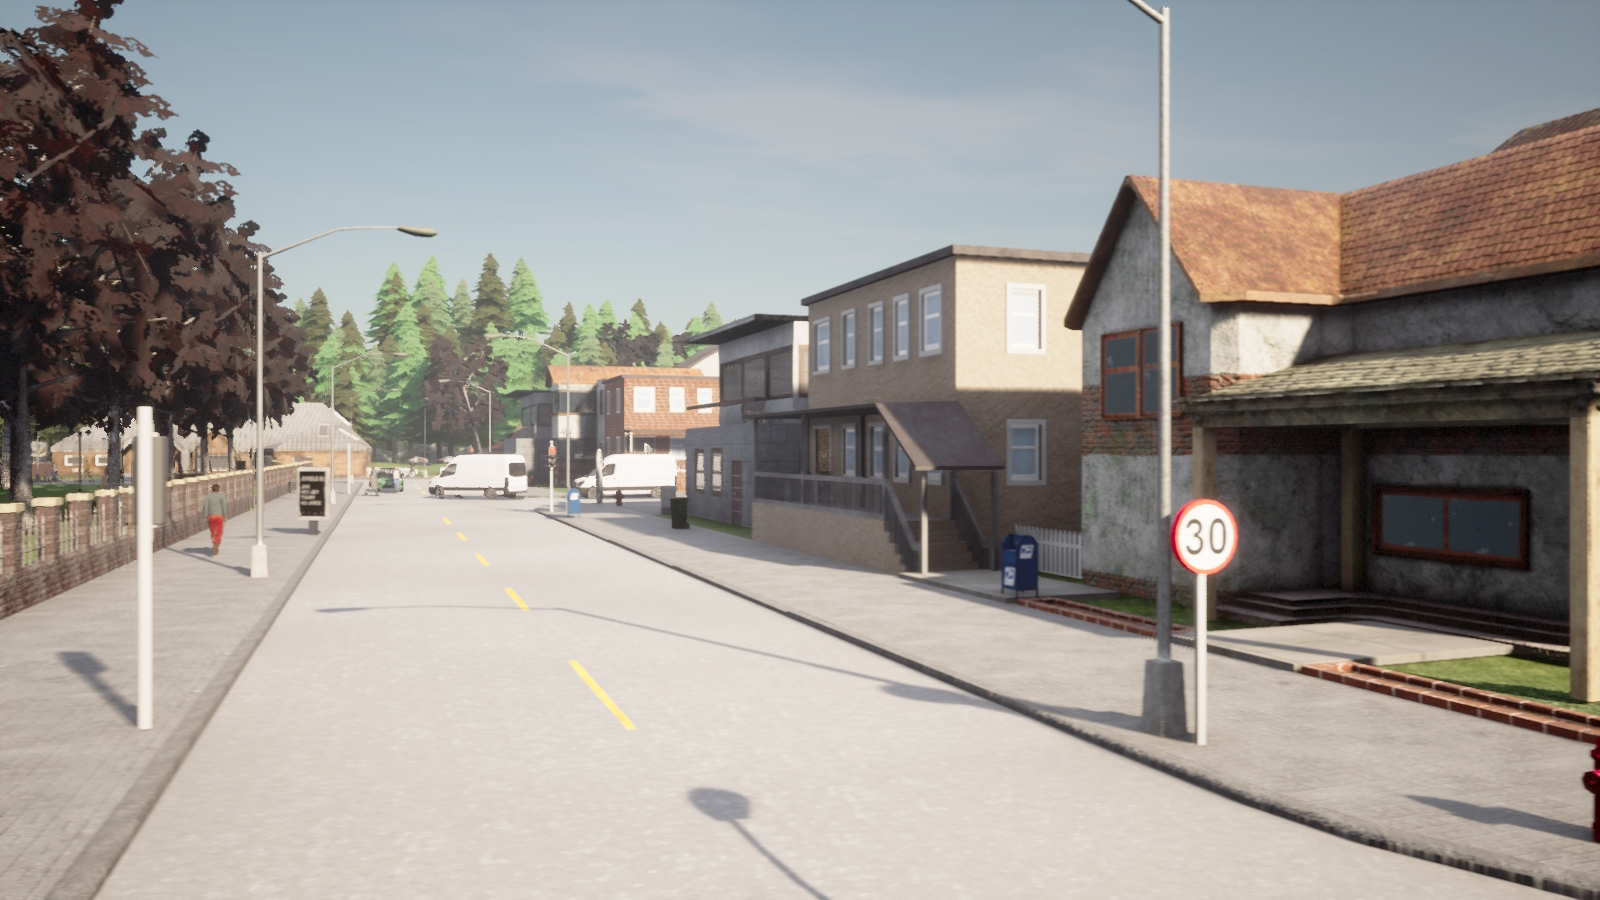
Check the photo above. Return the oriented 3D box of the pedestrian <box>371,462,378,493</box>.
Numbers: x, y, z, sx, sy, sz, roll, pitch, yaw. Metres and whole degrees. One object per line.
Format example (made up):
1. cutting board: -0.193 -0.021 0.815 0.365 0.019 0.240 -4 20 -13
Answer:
1. pedestrian: -25.419 1.629 68.313 0.375 1.860 0.375 0 0 -19

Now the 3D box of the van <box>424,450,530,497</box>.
1. van: -18.539 1.315 65.509 5.915 2.561 1.988 0 1 23

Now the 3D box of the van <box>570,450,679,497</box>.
1. van: -10.105 1.314 65.765 5.915 2.561 1.988 0 0 -20

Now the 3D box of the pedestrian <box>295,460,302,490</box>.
1. pedestrian: -31.153 1.525 70.989 0.375 1.860 0.375 0 0 -20

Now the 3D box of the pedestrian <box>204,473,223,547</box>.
1. pedestrian: -14.902 1.525 29.055 0.375 1.860 0.375 0 0 -18

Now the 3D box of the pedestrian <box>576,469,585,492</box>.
1. pedestrian: -12.966 1.797 67.417 0.375 1.300 0.375 0 0 -40
